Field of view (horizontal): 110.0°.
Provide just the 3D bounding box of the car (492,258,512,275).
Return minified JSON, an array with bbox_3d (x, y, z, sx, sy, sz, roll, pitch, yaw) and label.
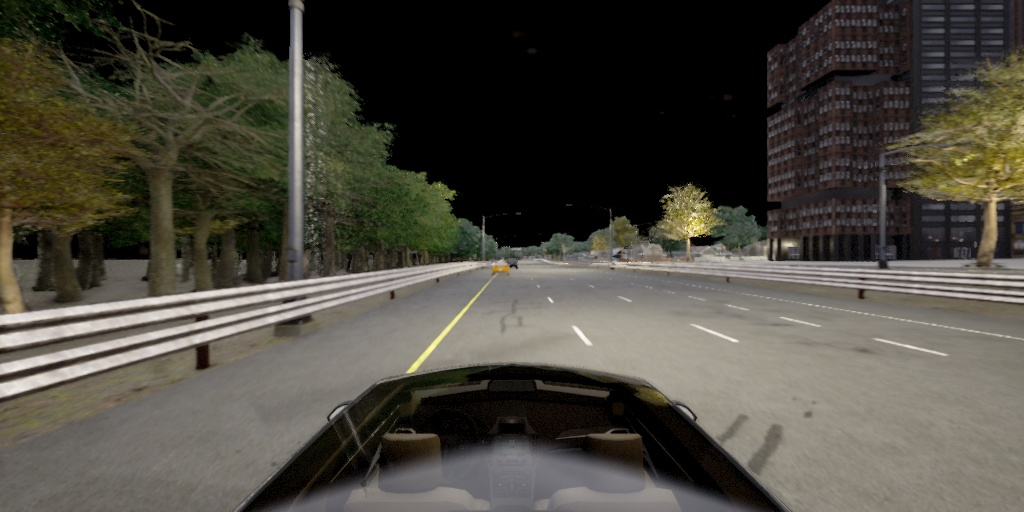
[{"bbox_3d":[-1.225,1.331,40.441,1.882,1.535,5.008,0,-1,0],"label":"car"}]
